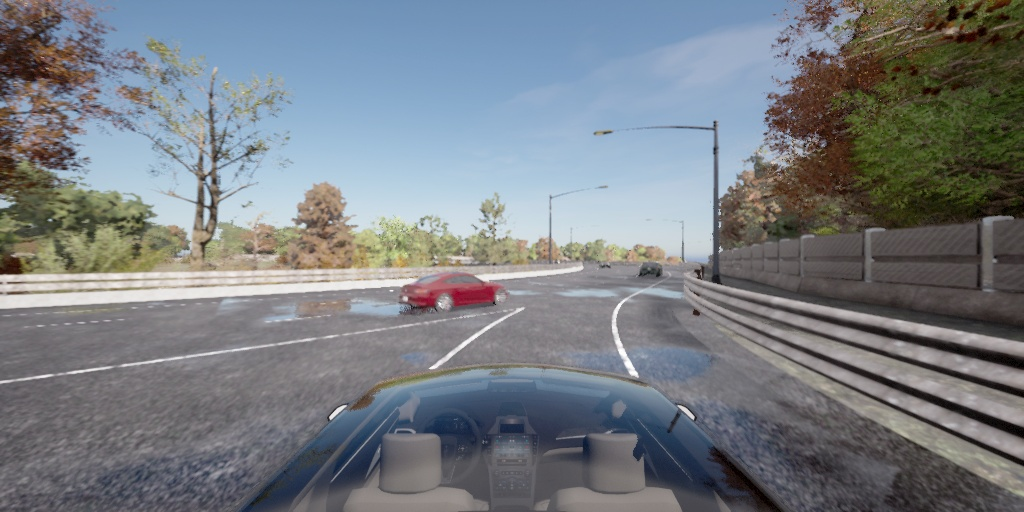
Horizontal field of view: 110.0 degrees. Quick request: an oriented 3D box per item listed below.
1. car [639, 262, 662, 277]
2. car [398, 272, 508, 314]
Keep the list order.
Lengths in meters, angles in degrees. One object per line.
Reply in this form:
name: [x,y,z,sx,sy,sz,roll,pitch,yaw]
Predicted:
car: [15.713,1.407,40.506,2.097,1.767,4.553,0,0,26]
car: [-2.180,1.343,14.194,1.812,1.442,4.674,0,0,42]
